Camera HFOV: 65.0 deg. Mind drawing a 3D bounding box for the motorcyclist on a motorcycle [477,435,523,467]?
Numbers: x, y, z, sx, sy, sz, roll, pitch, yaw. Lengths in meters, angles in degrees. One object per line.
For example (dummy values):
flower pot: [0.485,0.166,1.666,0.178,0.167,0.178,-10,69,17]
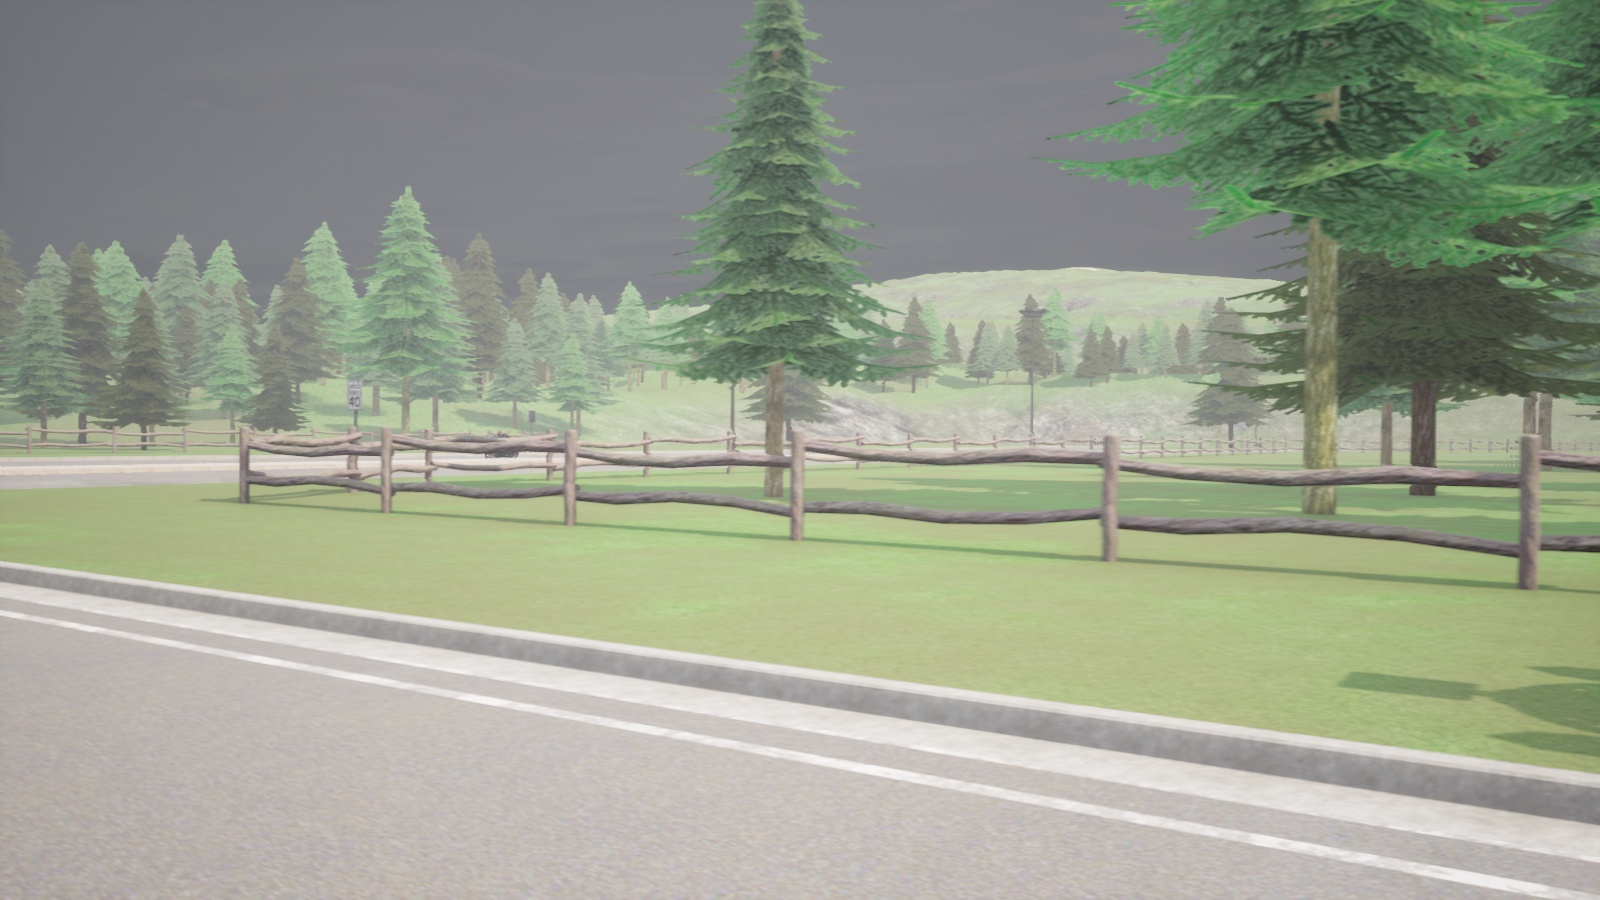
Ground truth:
motorcyclist on a motorcycle: [-14.685,0.059,61.577,0.866,1.530,2.191,0,1,33]
